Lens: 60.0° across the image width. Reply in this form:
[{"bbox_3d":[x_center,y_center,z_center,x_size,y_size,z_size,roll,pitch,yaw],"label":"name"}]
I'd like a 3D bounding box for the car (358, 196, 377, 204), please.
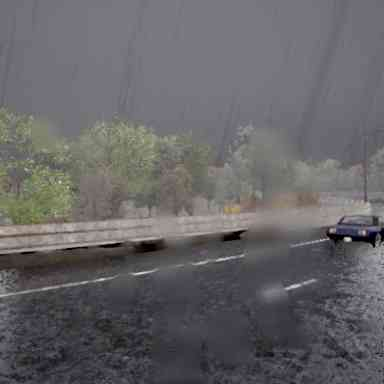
[{"bbox_3d":[38.894,1.727,74.590,2.097,1.767,4.553,0,0,7],"label":"car"}]

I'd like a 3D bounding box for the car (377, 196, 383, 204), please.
[{"bbox_3d":[42.349,1.729,74.033,2.097,1.767,4.553,0,0,7],"label":"car"}]

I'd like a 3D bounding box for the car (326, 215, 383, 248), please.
[{"bbox_3d":[8.153,1.708,15.494,4.718,1.301,1.895,0,0,-44],"label":"car"}]
